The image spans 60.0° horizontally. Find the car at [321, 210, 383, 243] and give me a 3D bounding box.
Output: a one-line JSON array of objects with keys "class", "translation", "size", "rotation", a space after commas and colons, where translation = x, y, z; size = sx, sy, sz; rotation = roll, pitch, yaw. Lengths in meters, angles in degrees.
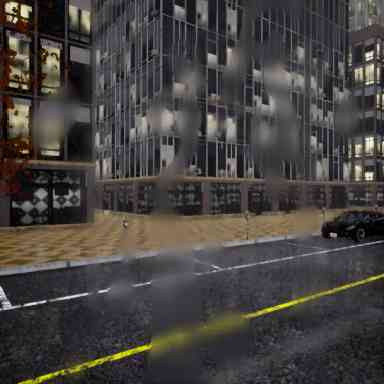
[{"class": "car", "translation": [8.140, 1.563, 16.226], "size": [4.313, 1.339, 1.947], "rotation": [0, 0, -36]}]
